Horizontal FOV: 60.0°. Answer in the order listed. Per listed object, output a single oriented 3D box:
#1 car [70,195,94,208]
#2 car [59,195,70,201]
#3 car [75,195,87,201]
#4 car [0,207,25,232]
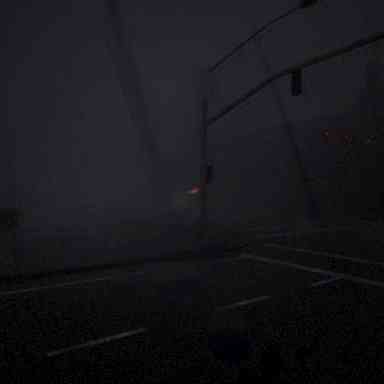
[{"bbox_3d":[-16.507,1.400,50.644,2.097,1.767,4.553,0,0,-33],"label":"car"},{"bbox_3d":[-33.198,1.624,88.194,1.994,1.385,4.181,0,0,-34],"label":"car"},{"bbox_3d":[-30.059,1.582,89.797,1.837,1.490,4.892,0,0,-34],"label":"car"},{"bbox_3d":[-11.319,1.155,17.350,4.605,1.855,1.932,0,0,-35],"label":"car"}]
